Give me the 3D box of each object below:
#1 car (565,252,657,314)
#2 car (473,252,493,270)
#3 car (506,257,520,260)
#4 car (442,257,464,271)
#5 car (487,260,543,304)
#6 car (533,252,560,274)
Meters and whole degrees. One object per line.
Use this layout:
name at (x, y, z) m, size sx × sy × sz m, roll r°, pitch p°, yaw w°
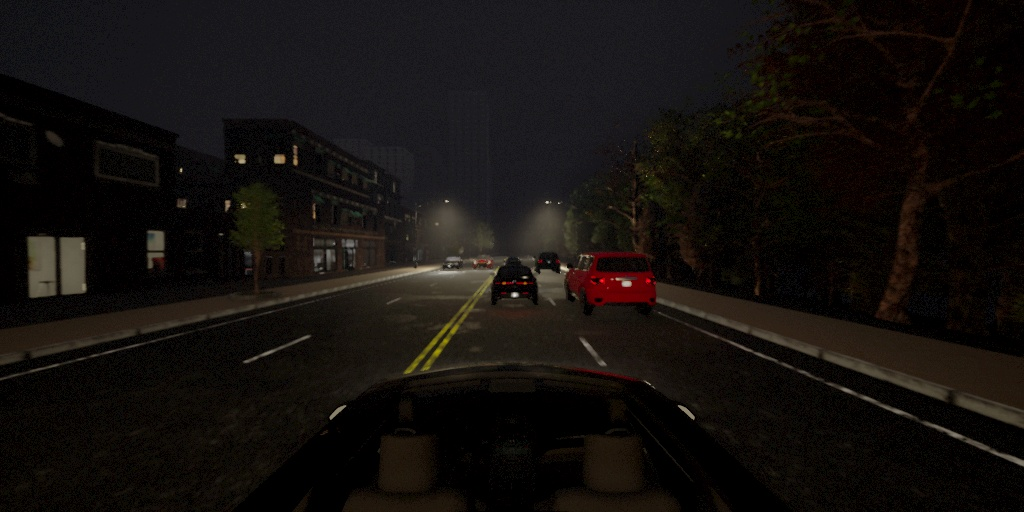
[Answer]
car at (3.349, 0.851, 13.158) m, size 2.150 × 2.045 × 5.566 m, roll 0°, pitch 1°, yaw 0°
car at (-3.316, 0.660, 41.869) m, size 2.097 × 1.767 × 4.553 m, roll 0°, pitch 1°, yaw 0°
car at (0.097, 0.863, 37.548) m, size 1.837 × 1.490 × 4.892 m, roll 0°, pitch 1°, yaw 0°
car at (-6.577, 0.819, 40.299) m, size 2.128 × 1.511 × 4.902 m, roll 0°, pitch 0°, yaw 0°
car at (0.099, 1.108, 15.363) m, size 1.837 × 1.490 × 4.892 m, roll 0°, pitch 1°, yaw 0°
car at (3.348, 0.607, 35.072) m, size 2.150 × 2.045 × 5.566 m, roll 0°, pitch 1°, yaw 0°
